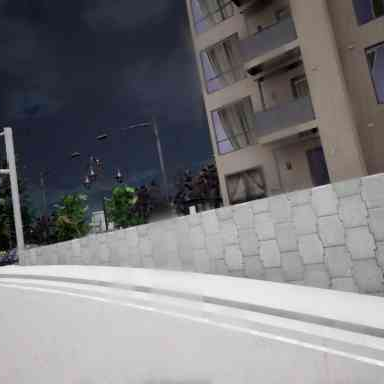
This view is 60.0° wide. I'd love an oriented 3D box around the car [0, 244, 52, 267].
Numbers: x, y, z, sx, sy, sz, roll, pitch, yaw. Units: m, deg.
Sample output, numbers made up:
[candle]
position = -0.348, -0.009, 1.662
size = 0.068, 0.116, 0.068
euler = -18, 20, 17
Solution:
[car]
position = -12.422, 5.053, 27.493
size = 2.033, 1.411, 5.357
euler = -15, -8, 34
